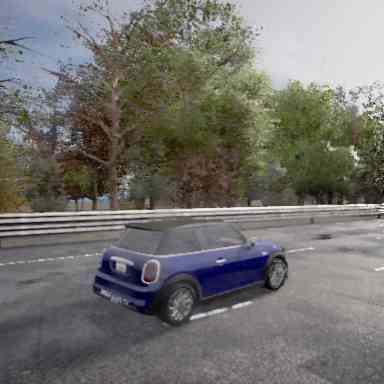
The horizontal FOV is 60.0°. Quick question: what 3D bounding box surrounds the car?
[{"bbox_3d":[0.254,1.378,7.444,4.553,1.767,2.097,0,0,-44],"label":"car"}]
